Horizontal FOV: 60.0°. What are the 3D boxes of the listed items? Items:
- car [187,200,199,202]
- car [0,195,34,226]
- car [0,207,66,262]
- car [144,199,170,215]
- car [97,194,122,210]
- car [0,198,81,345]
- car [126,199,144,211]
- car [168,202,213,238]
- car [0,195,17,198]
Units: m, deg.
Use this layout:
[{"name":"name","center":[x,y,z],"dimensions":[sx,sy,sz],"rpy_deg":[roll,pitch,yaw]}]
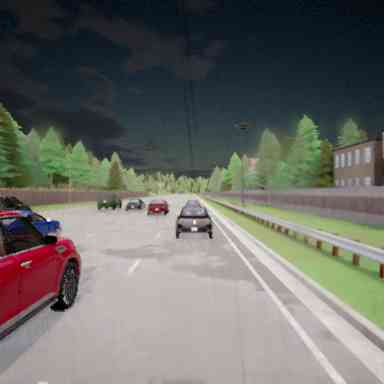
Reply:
[{"name":"car","center":[0.099,1.563,35.930],"dimensions":[2.033,1.411,5.357],"rpy_deg":[0,0,0]},{"name":"car","center":[-13.902,1.234,24.264],"dimensions":[2.150,2.045,5.566],"rpy_deg":[0,0,0]},{"name":"car","center":[-6.900,1.484,13.196],"dimensions":[1.882,1.535,5.008],"rpy_deg":[0,0,0]},{"name":"car","center":[-3.400,1.493,34.548],"dimensions":[1.882,1.535,5.008],"rpy_deg":[0,0,0]},{"name":"car","center":[-10.401,1.242,42.307],"dimensions":[2.150,2.045,5.566],"rpy_deg":[0,0,0]},{"name":"car","center":[-3.401,1.225,4.641],"dimensions":[2.150,2.045,5.566],"rpy_deg":[0,0,0]},{"name":"car","center":[-6.899,1.544,40.994],"dimensions":[1.812,1.442,4.674],"rpy_deg":[0,0,0]},{"name":"car","center":[0.100,1.500,17.676],"dimensions":[2.128,1.511,4.902],"rpy_deg":[0,0,0]},{"name":"car","center":[-10.400,1.231,17.043],"dimensions":[2.150,2.045,5.566],"rpy_deg":[0,0,0]}]
